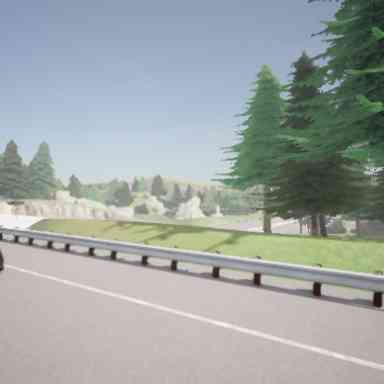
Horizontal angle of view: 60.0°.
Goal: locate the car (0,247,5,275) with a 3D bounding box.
[{"bbox_3d":[-6.842,1.548,8.899,4.181,1.385,1.994,0,0,36],"label":"car"}]
